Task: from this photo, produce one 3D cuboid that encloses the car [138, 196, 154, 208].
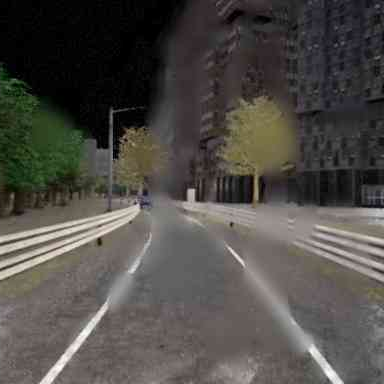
[{"bbox_3d":[-8.108,1.674,57.881,2.150,2.045,5.566,1,-1,-19],"label":"car"}]
